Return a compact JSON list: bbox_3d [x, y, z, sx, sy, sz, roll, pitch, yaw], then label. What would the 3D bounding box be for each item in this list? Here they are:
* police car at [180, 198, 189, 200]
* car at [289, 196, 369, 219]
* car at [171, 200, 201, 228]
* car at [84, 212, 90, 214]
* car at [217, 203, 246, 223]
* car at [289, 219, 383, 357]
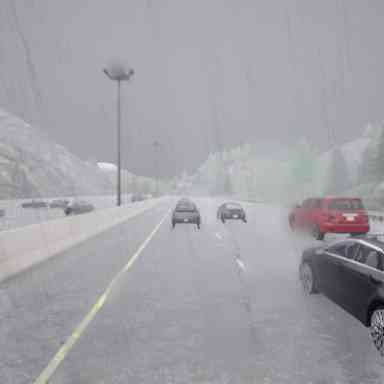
[{"bbox_3d":[-0.887,1.571,41.957,2.038,1.542,4.974,0,0,-1],"label":"police car"},{"bbox_3d":[6.738,1.232,16.916,2.150,2.045,5.566,0,0,-1],"label":"car"},{"bbox_3d":[-0.417,1.527,22.732,2.128,1.511,4.902,0,0,-1],"label":"car"},{"bbox_3d":[-11.387,1.679,33.841,1.895,1.301,4.718,0,0,-1],"label":"car"},{"bbox_3d":[3.010,1.558,25.816,1.812,1.442,4.674,0,0,-1],"label":"car"},{"bbox_3d":[3.456,1.493,5.875,2.128,1.511,4.902,0,0,-1],"label":"car"}]
